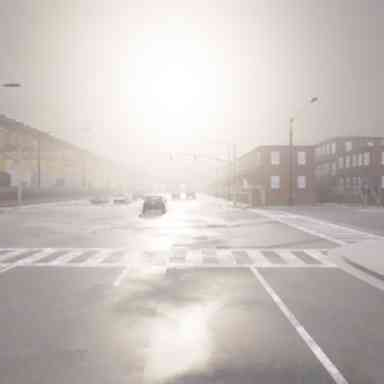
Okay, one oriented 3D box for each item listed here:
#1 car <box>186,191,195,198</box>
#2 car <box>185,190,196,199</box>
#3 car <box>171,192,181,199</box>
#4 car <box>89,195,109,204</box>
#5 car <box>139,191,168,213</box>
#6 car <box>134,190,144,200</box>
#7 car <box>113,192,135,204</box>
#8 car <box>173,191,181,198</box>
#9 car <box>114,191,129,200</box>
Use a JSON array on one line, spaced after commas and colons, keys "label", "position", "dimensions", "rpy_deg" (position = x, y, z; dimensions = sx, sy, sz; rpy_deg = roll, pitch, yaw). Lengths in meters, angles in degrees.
[{"label": "car", "position": [-0.398, 0.514, 87.603], "dimensions": [2.097, 1.767, 4.553], "rpy_deg": [0, 1, 0]}, {"label": "car", "position": [-0.350, 0.515, 77.160], "dimensions": [2.150, 2.045, 5.566], "rpy_deg": [0, 1, 0]}, {"label": "car", "position": [-3.852, 0.771, 77.448], "dimensions": [1.882, 1.535, 5.008], "rpy_deg": [0, 1, 0]}, {"label": "car", "position": [-14.301, 1.135, 51.272], "dimensions": [1.895, 1.301, 4.718], "rpy_deg": [0, 1, 0]}, {"label": "car", "position": [-3.549, 1.055, 32.646], "dimensions": [2.097, 1.767, 4.553], "rpy_deg": [0, 1, 0]}, {"label": "car", "position": [-10.809, 0.607, 67.939], "dimensions": [2.150, 2.045, 5.566], "rpy_deg": [0, 1, 0]}, {"label": "car", "position": [-10.800, 1.080, 51.519], "dimensions": [2.033, 1.411, 5.357], "rpy_deg": [0, 1, 0]}, {"label": "car", "position": [-3.898, 0.635, 87.617], "dimensions": [1.882, 1.535, 5.008], "rpy_deg": [0, 1, 0]}, {"label": "car", "position": [-14.307, 0.745, 67.411], "dimensions": [2.097, 1.767, 4.553], "rpy_deg": [0, 0, 0]}]
